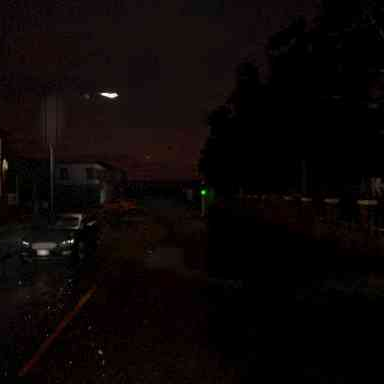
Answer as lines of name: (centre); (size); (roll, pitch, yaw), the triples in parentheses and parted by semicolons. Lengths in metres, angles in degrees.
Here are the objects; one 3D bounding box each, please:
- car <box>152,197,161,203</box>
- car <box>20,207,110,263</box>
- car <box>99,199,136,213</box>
car: (-8.004, 1.911, 75.666); (2.128, 1.511, 4.902); (-1, 0, -3)
car: (-4.689, 1.566, 12.458); (2.128, 1.511, 4.902); (-1, 0, -5)
car: (-8.981, 1.632, 39.689); (5.008, 1.535, 1.882); (-1, -1, 29)
